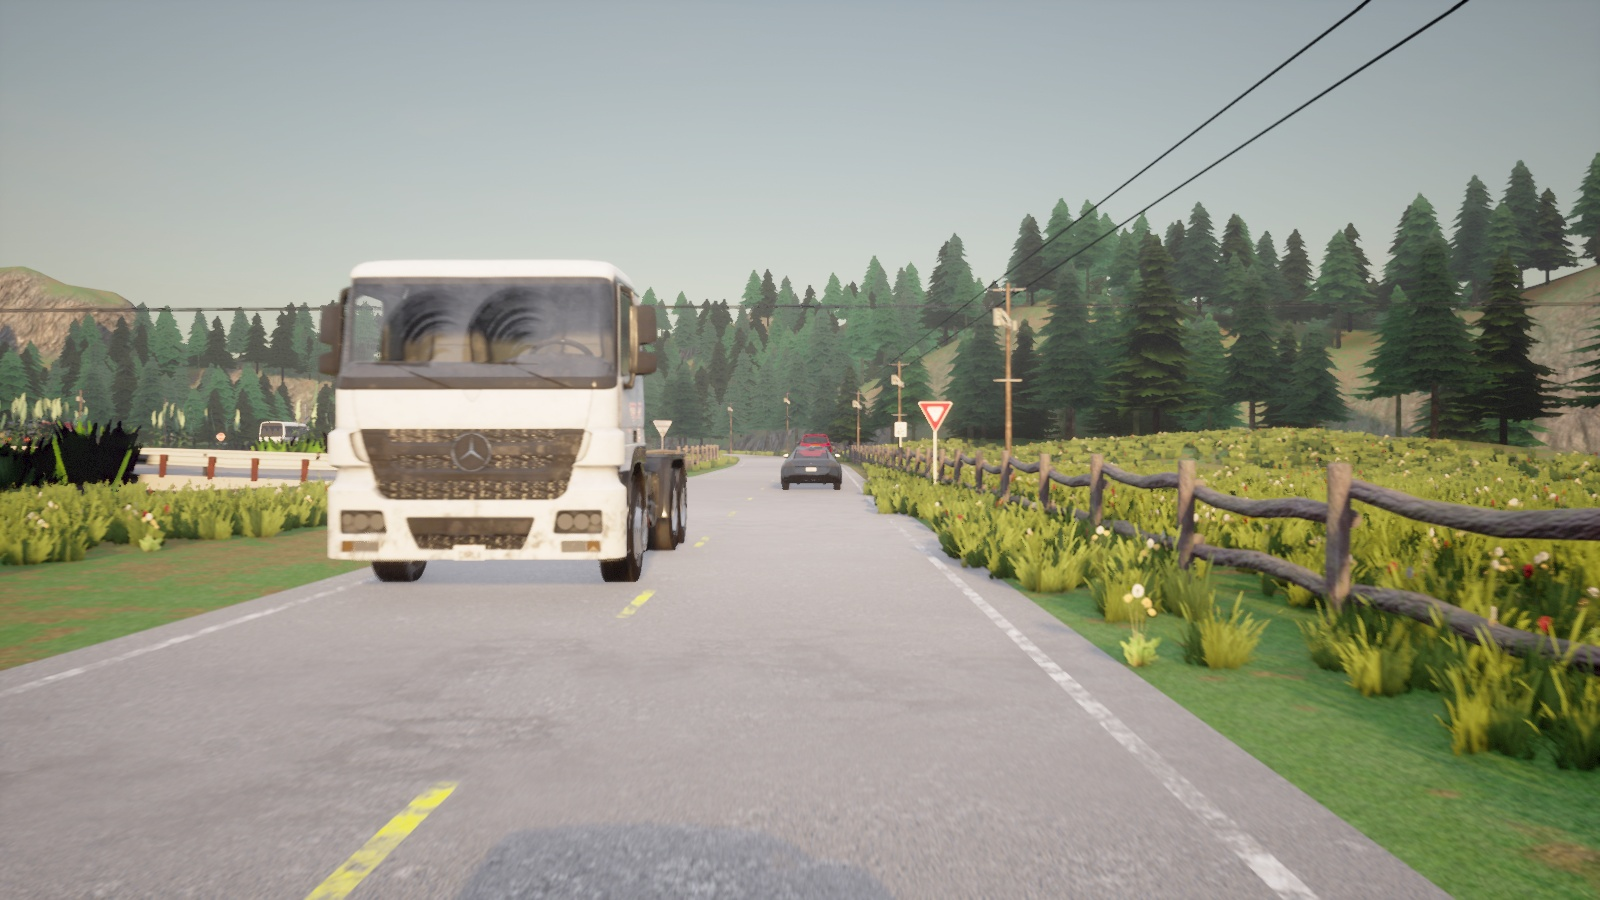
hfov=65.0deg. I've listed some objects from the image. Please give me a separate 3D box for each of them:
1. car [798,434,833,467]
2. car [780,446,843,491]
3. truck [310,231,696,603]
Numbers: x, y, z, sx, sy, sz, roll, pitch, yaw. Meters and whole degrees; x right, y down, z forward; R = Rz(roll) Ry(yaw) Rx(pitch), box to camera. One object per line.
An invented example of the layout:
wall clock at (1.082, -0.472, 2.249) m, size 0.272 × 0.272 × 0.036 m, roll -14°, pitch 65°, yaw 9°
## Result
car at (0.947, 0.008, 81.311) m, size 2.150 × 2.045 × 5.566 m, roll 0°, pitch 0°, yaw 0°
car at (0.389, 0.576, 41.579) m, size 1.994 × 1.385 × 4.181 m, roll 0°, pitch 0°, yaw 1°
truck at (-3.095, -0.326, 15.657) m, size 2.891 × 3.462 × 7.936 m, roll 0°, pitch 0°, yaw 0°
